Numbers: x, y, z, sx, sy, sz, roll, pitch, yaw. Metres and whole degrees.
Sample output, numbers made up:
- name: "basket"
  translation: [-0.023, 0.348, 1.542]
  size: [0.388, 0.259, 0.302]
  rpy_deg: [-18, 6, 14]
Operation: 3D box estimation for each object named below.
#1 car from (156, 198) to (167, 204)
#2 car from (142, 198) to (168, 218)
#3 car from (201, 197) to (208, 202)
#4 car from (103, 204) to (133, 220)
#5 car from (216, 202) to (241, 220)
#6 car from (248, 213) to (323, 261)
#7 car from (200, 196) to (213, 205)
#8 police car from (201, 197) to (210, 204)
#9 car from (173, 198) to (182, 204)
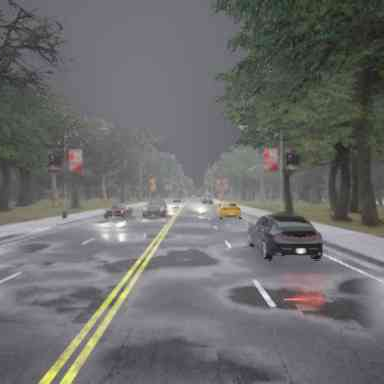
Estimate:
- name: "car"
  translation: [-6.520, 1.905, 71.090]
  size: [1.994, 1.385, 4.181]
  rpy_deg: [0, 0, 0]
- name: "car"
  translation: [-3.415, 1.516, 31.547]
  size: [2.097, 1.767, 4.553]
  rpy_deg: [0, 0, 0]
- name: "car"
  translation: [3.365, 2.122, 90.522]
  size: [1.895, 1.301, 4.718]
  rpy_deg: [0, 0, 1]
- name: "car"
  translation: [-6.667, 1.759, 30.409]
  size: [1.895, 1.301, 4.718]
  rpy_deg: [0, 0, 0]
- name: "car"
  translation: [3.279, 1.634, 30.241]
  size: [1.882, 1.535, 5.008]
  rpy_deg: [0, 0, 0]
- name: "car"
  translation: [3.335, 1.568, 12.618]
  size: [1.837, 1.490, 4.892]
  rpy_deg: [0, 0, 0]
- name: "car"
  translation: [3.217, 1.731, 68.484]
  size: [2.097, 1.767, 4.553]
  rpy_deg: [0, 0, 0]
- name: "police car"
  translation: [3.280, 1.954, 79.503]
  size: [2.038, 1.542, 4.974]
  rpy_deg: [0, 0, 0]
- name: "car"
  translation: [-3.259, 1.994, 73.267]
  size: [1.895, 1.301, 4.718]
  rpy_deg: [0, 0, 0]
